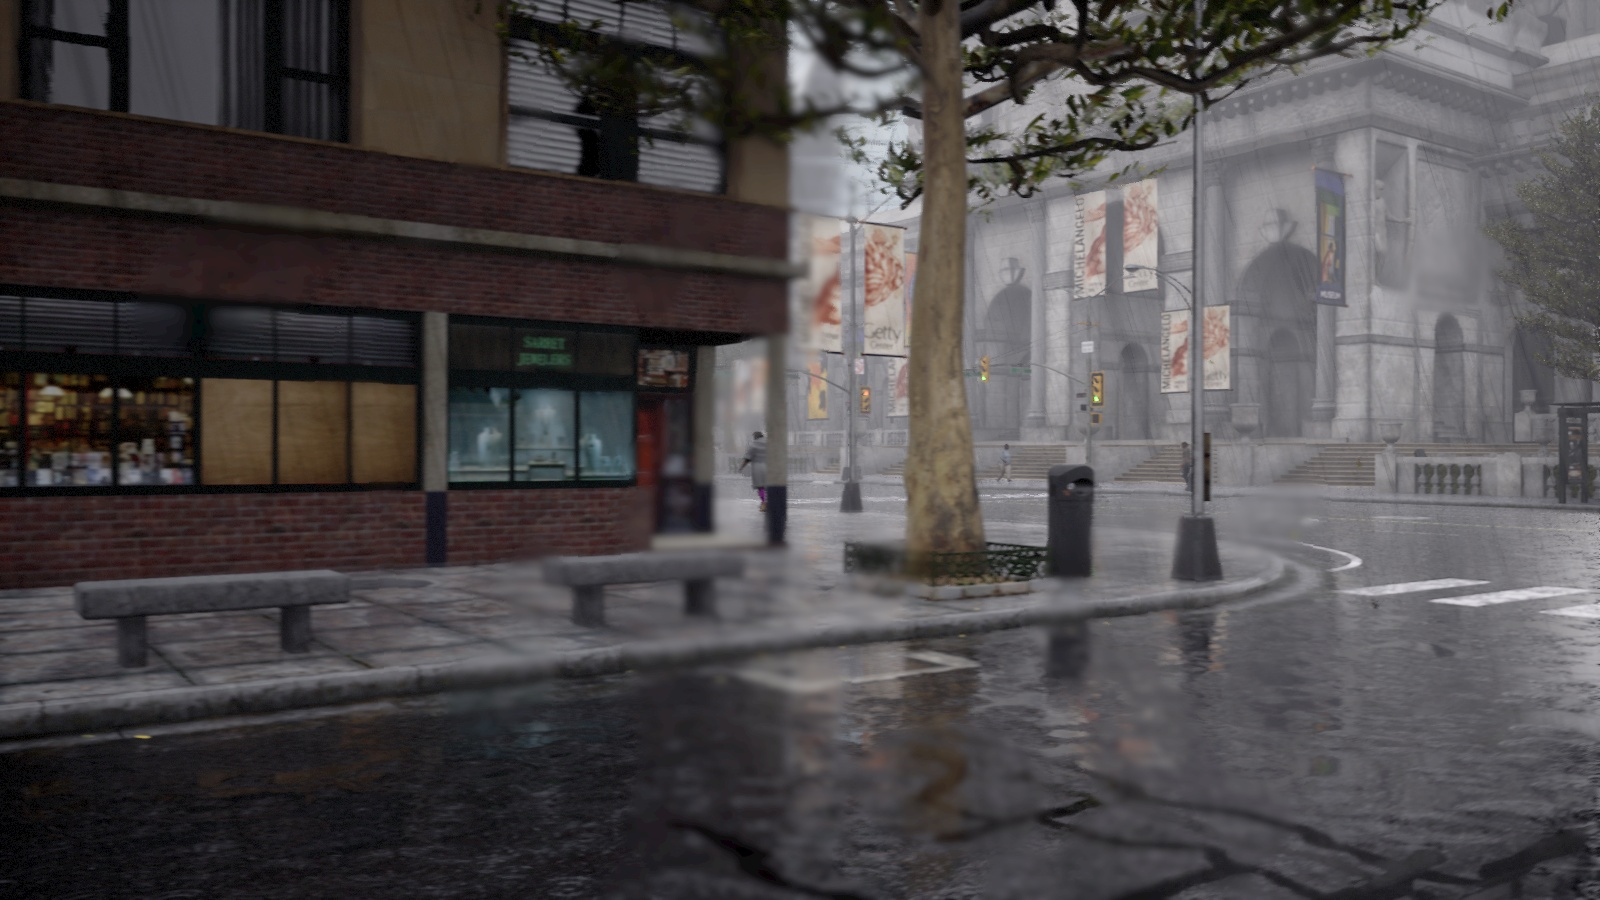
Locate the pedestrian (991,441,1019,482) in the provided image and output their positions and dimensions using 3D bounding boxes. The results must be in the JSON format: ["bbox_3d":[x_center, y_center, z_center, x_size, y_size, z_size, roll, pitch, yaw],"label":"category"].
[{"bbox_3d":[9.304,0.522,57.002,0.874,1.855,0.900,0,0,-32],"label":"pedestrian"}]

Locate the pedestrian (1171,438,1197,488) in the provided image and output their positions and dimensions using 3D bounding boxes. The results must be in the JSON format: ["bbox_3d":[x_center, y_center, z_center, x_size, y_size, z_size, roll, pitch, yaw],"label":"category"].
[{"bbox_3d":[13.951,0.484,45.622,0.869,1.805,0.328,0,0,31],"label":"pedestrian"}]

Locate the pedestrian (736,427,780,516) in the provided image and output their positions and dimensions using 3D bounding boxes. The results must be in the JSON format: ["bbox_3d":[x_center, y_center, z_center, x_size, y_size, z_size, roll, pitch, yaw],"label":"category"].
[{"bbox_3d":[-0.947,0.473,28.287,0.659,1.952,0.873,0,0,-29],"label":"pedestrian"}]
